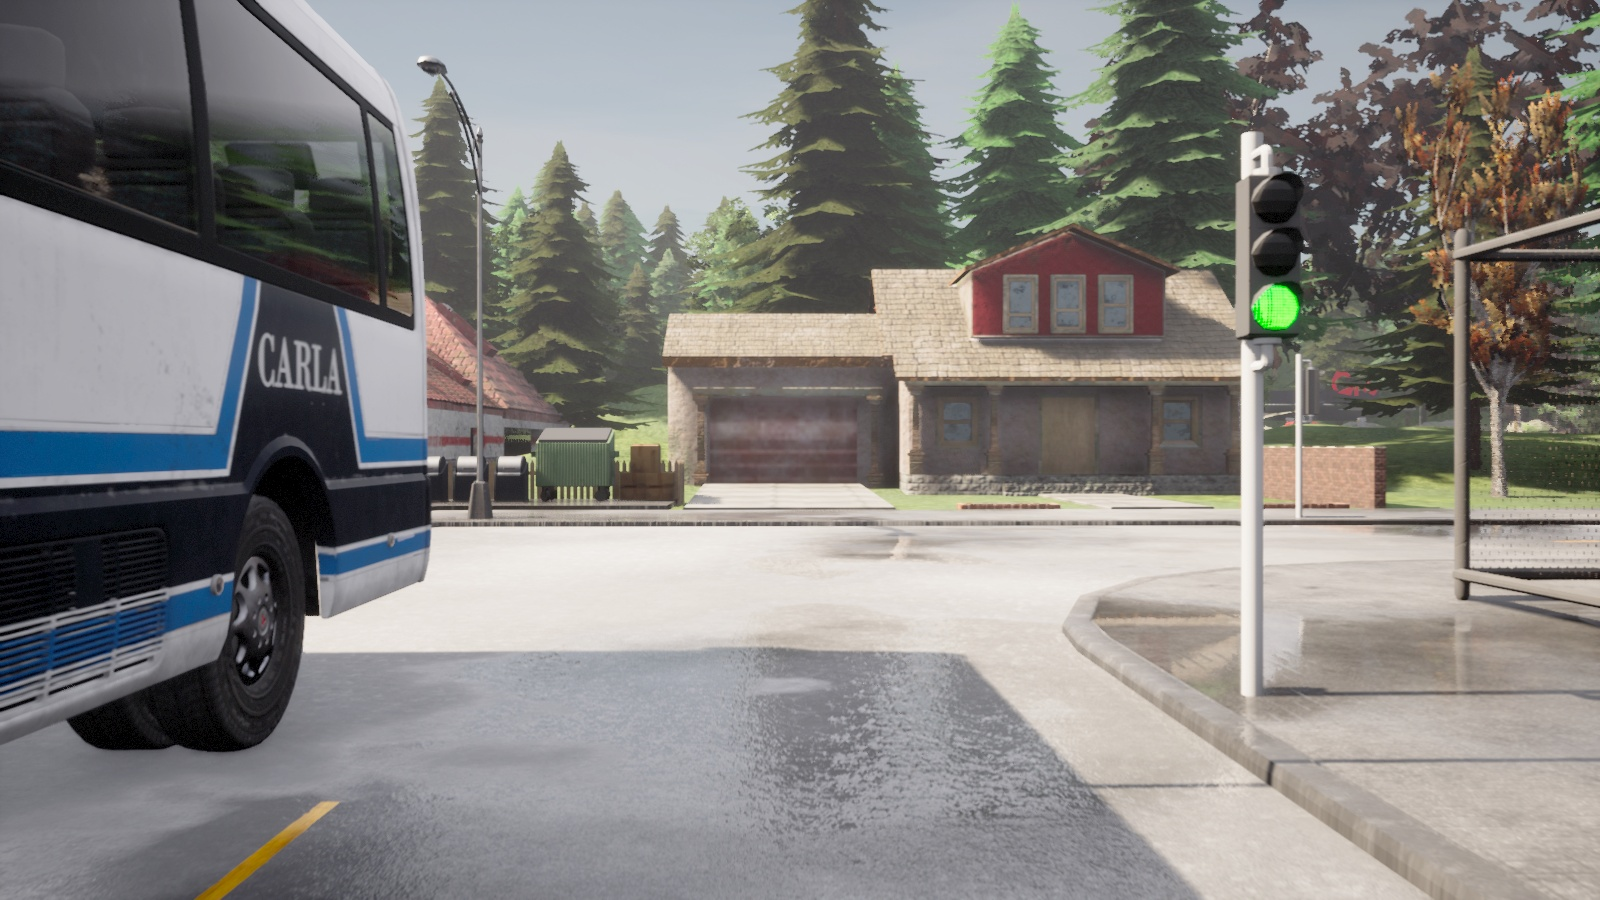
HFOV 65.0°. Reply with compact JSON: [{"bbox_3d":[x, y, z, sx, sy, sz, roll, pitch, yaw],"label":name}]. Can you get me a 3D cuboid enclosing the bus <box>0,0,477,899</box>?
[{"bbox_3d":[-4.051,-0.646,3.533,3.944,4.253,10.273,0,0,-2],"label":"bus"}]
